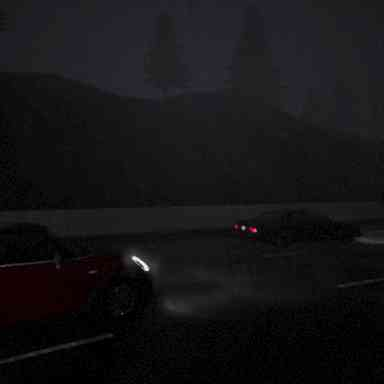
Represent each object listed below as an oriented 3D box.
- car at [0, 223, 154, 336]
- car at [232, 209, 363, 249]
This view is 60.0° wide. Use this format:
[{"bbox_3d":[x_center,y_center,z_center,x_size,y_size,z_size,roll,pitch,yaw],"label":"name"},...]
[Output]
[{"bbox_3d":[-2.923,1.304,5.620,4.553,1.767,2.097,0,1,-34],"label":"car"},{"bbox_3d":[4.326,1.414,13.633,5.357,1.411,2.033,0,1,-20],"label":"car"}]
